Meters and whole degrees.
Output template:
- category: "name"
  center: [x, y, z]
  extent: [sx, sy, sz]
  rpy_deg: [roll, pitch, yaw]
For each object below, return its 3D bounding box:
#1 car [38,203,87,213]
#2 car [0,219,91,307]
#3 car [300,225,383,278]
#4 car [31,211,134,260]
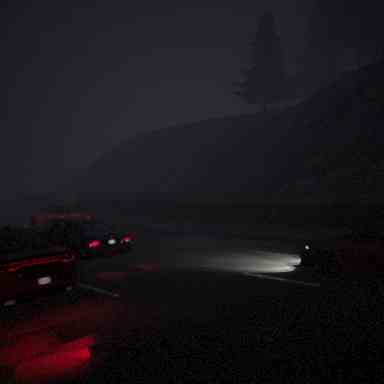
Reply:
- category: "car"
  center: [-8.042, 1.506, 20.201]
  extent: [4.553, 1.767, 2.097]
  rpy_deg: [-1, -1, 44]
- category: "car"
  center: [-4.719, 1.544, 7.852]
  extent: [5.008, 1.535, 1.882]
  rpy_deg: [-1, 0, 39]
- category: "car"
  center: [5.165, 1.596, 9.024]
  extent: [4.181, 1.385, 1.994]
  rpy_deg: [0, 0, 36]
- category: "car"
  center: [-4.424, 1.638, 12.113]
  extent: [5.357, 1.411, 2.033]
  rpy_deg: [-1, 0, 41]
